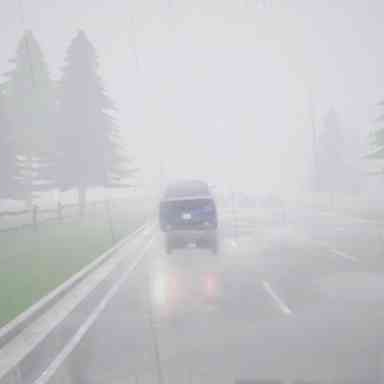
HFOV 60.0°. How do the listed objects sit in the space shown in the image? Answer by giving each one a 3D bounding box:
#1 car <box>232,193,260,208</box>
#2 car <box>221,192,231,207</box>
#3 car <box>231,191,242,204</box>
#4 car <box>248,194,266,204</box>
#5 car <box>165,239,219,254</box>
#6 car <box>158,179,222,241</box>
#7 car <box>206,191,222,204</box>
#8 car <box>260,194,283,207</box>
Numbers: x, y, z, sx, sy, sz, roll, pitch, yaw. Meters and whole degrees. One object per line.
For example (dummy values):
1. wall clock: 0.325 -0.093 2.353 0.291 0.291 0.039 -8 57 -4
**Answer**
1. car: 6.997 1.216 43.664 2.128 1.511 4.902 0 0 0
2. car: 3.497 1.074 44.050 2.097 1.767 4.553 0 0 0
3. car: 6.997 0.880 54.112 2.150 2.045 5.566 0 0 0
4. car: 10.497 1.164 54.084 1.837 1.490 4.892 0 0 0
5. car: -0.002 1.469 13.041 2.128 1.511 4.902 0 1 0
6. car: -0.085 0.262 12.308 1.882 1.535 5.008 -4 7 3
7. car: 3.497 0.880 54.112 2.150 2.045 5.566 0 0 0
8. car: 10.497 1.074 44.050 2.097 1.767 4.553 0 0 0
